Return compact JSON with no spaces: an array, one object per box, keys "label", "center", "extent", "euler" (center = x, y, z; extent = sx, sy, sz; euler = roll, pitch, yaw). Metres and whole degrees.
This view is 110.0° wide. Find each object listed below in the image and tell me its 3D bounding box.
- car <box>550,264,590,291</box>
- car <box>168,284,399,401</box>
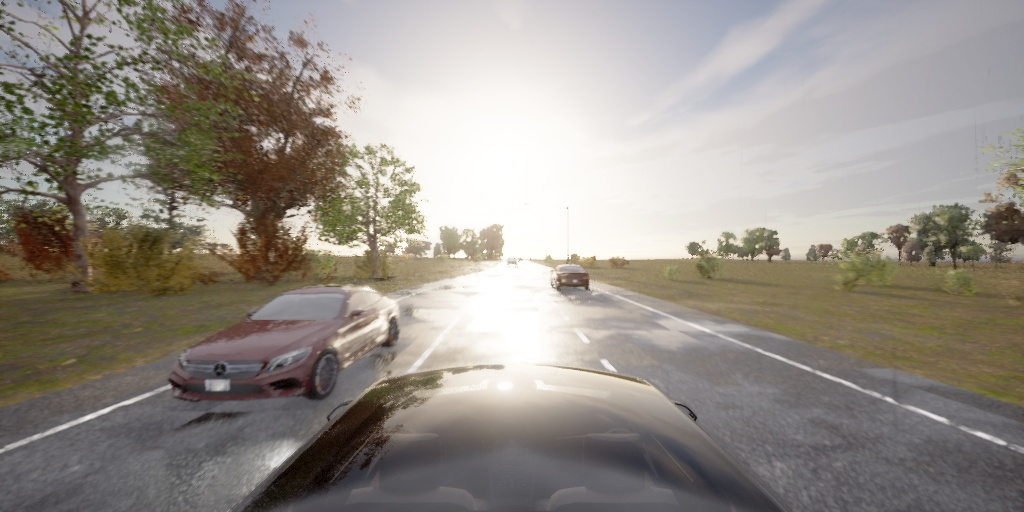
[{"label":"car","center":[3.505,1.254,22.373],"extent":[1.882,1.535,5.008],"euler":[0,0,0]},{"label":"car","center":[-3.499,1.284,6.598],"extent":[1.812,1.442,4.674],"euler":[0,0,0]}]
